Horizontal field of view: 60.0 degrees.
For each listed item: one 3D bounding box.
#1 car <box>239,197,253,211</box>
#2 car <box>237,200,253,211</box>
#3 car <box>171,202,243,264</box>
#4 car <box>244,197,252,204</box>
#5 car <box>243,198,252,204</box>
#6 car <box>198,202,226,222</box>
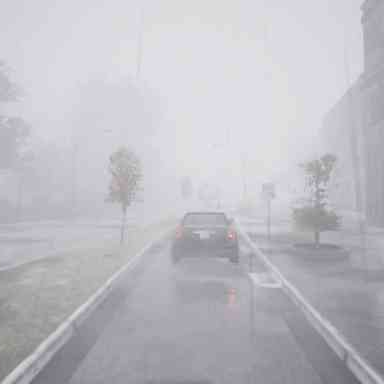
[{"bbox_3d":[7.011,1.827,44.101,2.097,1.535,5.008,-1,-1,9],"label":"car"},{"bbox_3d":[7.952,1.933,49.519,2.163,1.488,4.792,0,-1,10],"label":"car"},{"bbox_3d":[0.492,1.362,12.097,2.097,1.767,4.553,0,0,3],"label":"car"},{"bbox_3d":[15.726,2.360,93.140,2.185,1.767,4.553,1,-1,10],"label":"car"},{"bbox_3d":[14.757,2.416,87.697,2.231,1.521,4.892,0,-1,10],"label":"car"},{"bbox_3d":[1.823,1.626,28.360,2.128,1.511,4.902,0,-1,6],"label":"car"}]
